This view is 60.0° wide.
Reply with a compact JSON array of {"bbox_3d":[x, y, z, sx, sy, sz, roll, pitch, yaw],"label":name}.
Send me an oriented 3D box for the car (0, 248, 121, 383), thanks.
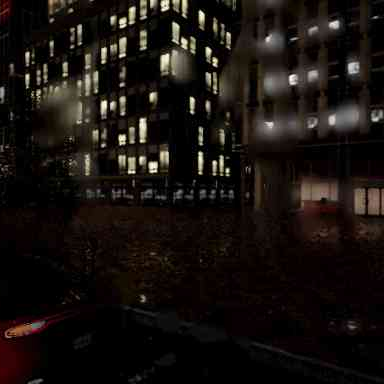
[{"bbox_3d":[-3.042,1.541,5.038,4.507,1.381,1.887,0,0,36],"label":"car"}]
